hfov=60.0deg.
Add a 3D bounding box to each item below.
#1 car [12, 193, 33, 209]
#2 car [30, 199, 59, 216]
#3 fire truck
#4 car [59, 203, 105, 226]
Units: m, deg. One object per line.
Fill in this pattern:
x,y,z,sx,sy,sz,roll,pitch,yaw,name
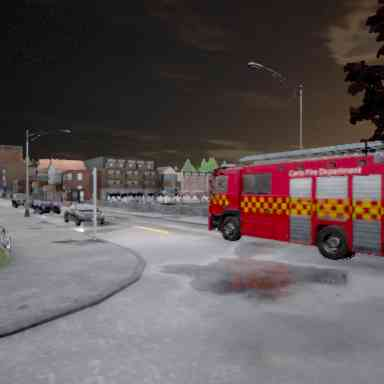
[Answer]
-23.951,1.211,46.936,2.150,2.045,5.566,0,0,-35,car
-14.607,1.601,33.467,1.895,1.301,4.718,0,0,-35,car
4.300,0.342,13.681,2.891,3.827,8.468,0,0,-35,fire truck
-7.794,1.526,23.785,1.812,1.442,4.674,0,0,-35,car
